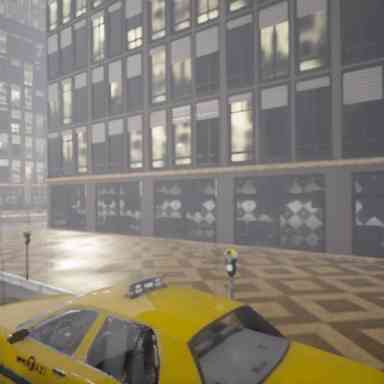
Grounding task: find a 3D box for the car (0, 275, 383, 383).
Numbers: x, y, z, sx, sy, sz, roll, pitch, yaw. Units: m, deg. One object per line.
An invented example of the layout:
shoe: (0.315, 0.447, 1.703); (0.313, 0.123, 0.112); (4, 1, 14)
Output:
car: (-0.664, 1.529, 3.368); (4.829, 1.417, 1.752); (0, -1, 36)
